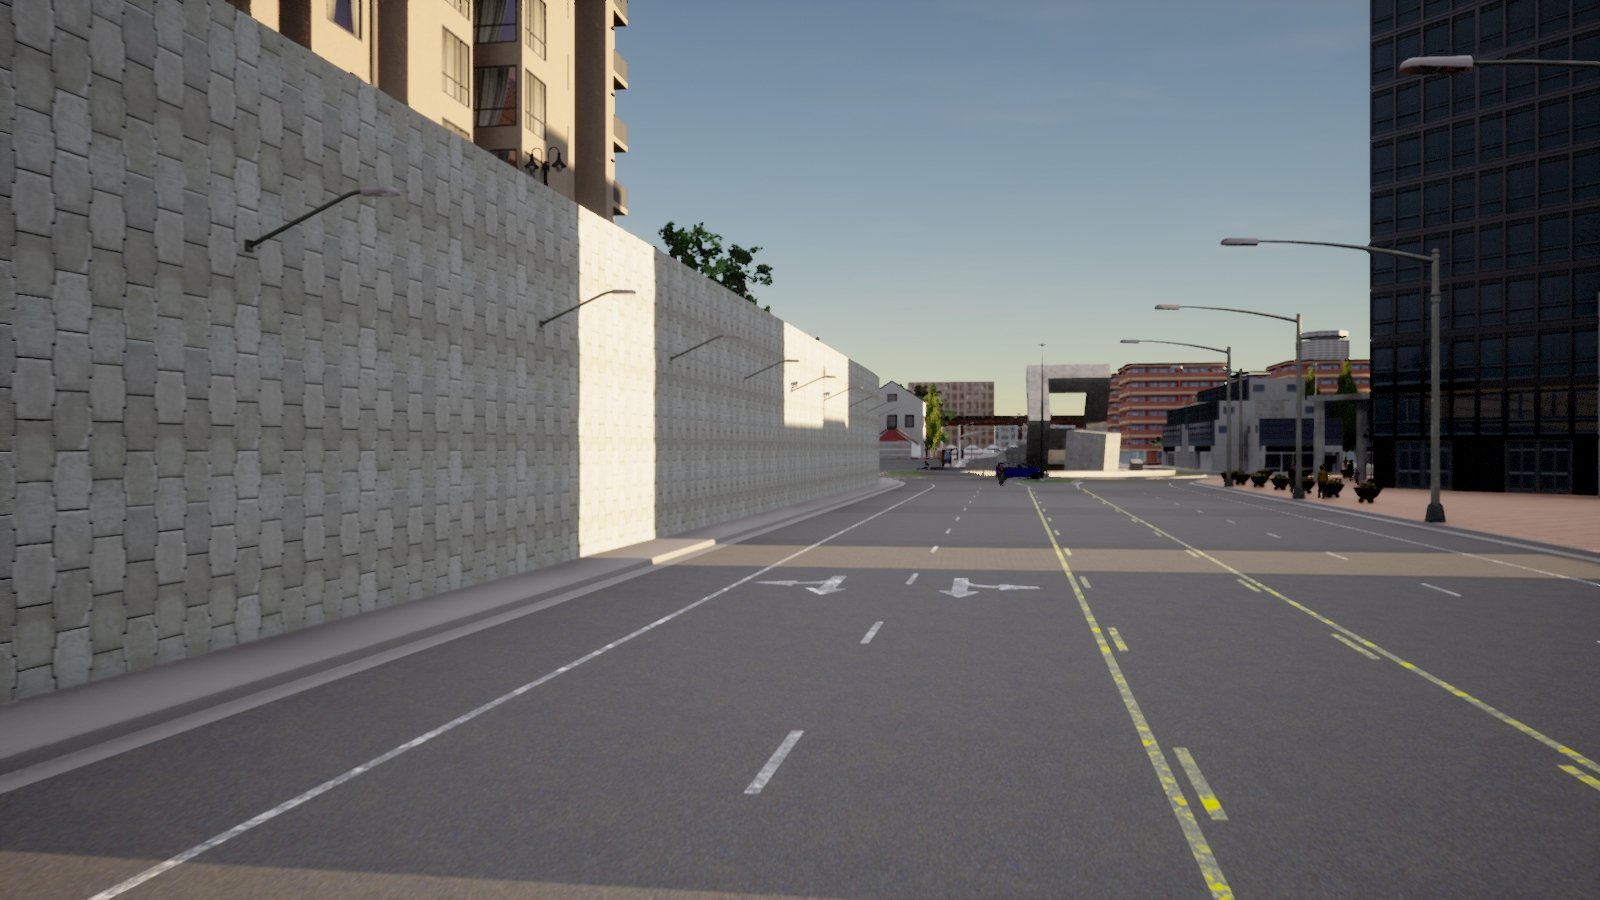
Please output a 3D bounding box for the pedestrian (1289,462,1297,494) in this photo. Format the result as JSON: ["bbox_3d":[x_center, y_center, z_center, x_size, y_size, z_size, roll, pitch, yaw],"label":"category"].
[{"bbox_3d":[28.936,1.658,67.099,0.375,1.860,0.375,0,0,11],"label":"pedestrian"}]

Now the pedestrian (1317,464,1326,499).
[{"bbox_3d":[27.681,1.662,60.652,0.375,1.860,0.375,0,0,10],"label":"pedestrian"}]
